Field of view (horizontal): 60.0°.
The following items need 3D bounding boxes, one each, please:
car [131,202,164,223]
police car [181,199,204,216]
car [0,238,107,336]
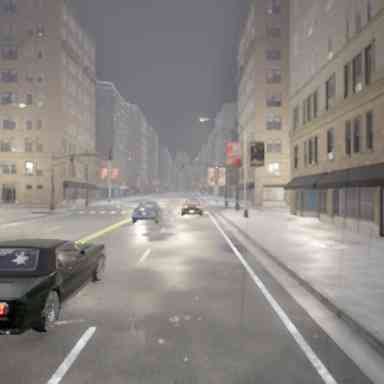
[{"bbox_3d":[-3.142,1.436,24.167,2.033,1.411,5.357,0,0,0],"label":"car"},{"bbox_3d":[0.068,1.423,30.351,2.038,1.542,4.974,0,1,2],"label":"police car"},{"bbox_3d":[-3.148,1.572,6.675,1.895,1.301,4.718,0,0,0],"label":"car"}]
